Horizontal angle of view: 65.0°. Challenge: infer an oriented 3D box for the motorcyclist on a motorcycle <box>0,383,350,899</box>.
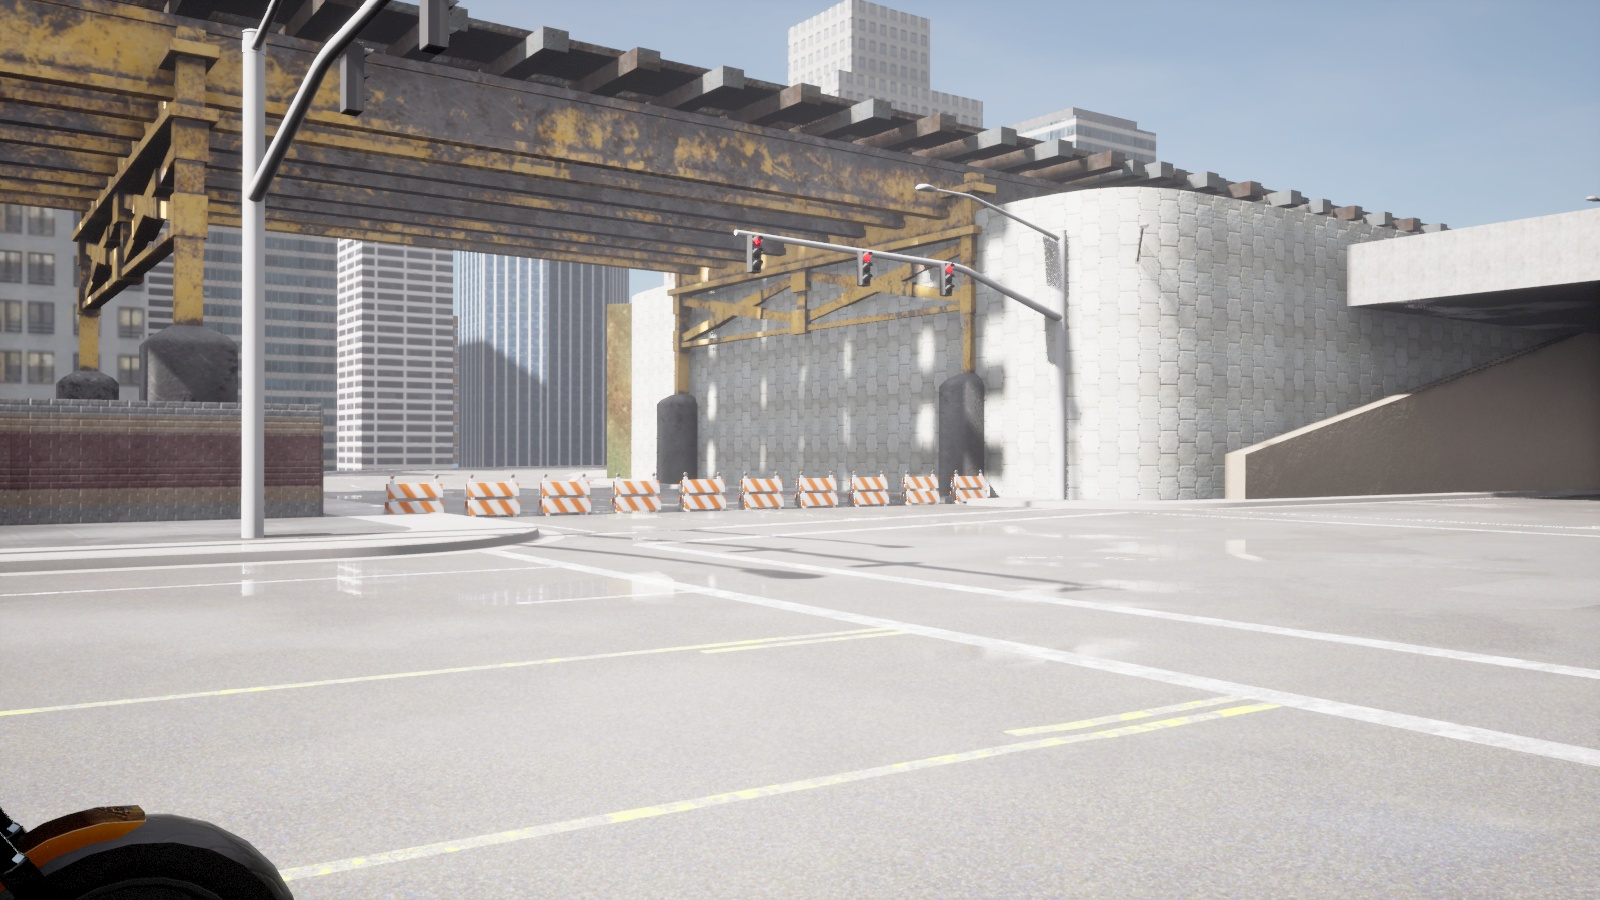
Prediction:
[{"bbox_3d":[-2.109,0.705,2.229,2.350,1.649,0.766,0,0,-34],"label":"motorcyclist on a motorcycle"}]
